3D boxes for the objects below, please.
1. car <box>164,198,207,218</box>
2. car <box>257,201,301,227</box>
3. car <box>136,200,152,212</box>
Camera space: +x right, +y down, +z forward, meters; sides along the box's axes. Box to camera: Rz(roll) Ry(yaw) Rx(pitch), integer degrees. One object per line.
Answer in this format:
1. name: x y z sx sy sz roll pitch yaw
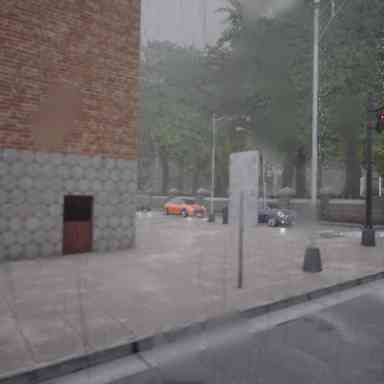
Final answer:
1. car: -0.663 1.386 30.373 2.097 1.767 4.553 2 -1 -36
2. car: 5.034 1.391 22.444 2.097 1.767 4.553 2 -1 -35
3. car: -6.640 1.575 38.656 2.033 1.411 5.357 2 -1 -36
